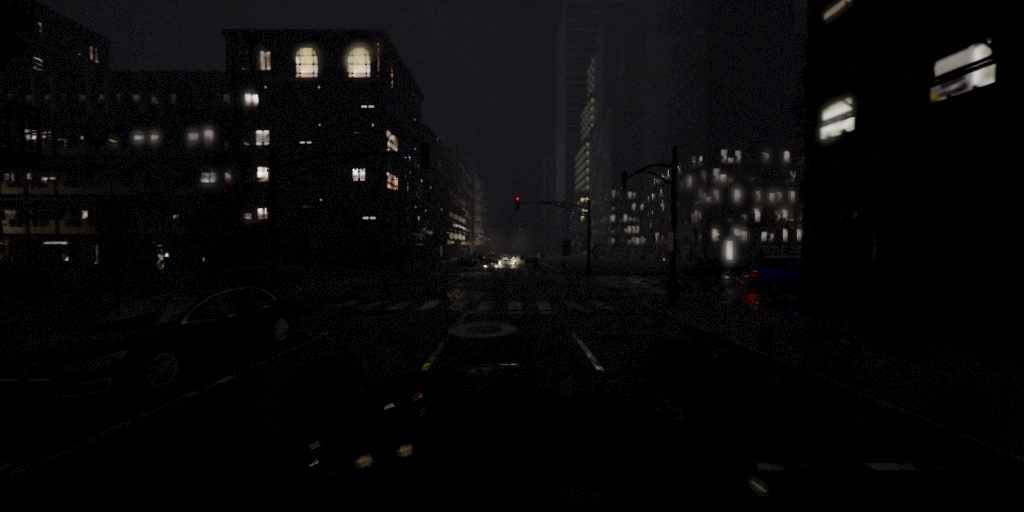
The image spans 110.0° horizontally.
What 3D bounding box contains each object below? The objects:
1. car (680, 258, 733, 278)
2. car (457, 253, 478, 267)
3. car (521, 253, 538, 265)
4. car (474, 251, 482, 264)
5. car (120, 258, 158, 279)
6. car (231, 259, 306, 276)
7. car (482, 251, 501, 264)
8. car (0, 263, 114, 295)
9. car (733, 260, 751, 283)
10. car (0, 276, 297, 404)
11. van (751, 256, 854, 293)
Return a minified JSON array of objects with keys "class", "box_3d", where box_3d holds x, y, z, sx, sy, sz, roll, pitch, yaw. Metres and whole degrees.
[{"class":"car","box_3d":[14.684,0.834,26.393,4.313,1.339,1.948,0,0,0]},{"class":"car","box_3d":[-5.677,0.632,44.429,1.888,1.381,4.507,0,0,0]},{"class":"car","box_3d":[2.673,0.544,50.132,1.888,1.381,4.507,0,0,0]},{"class":"car","box_3d":[-5.675,0.440,50.077,1.967,1.591,4.097,0,0,0]},{"class":"car","box_3d":[-28.772,0.813,26.338,4.097,1.591,1.967,0,0,0]},{"class":"car","box_3d":[-17.874,0.868,26.352,4.829,1.417,1.751,0,0,0]},{"class":"car","box_3d":[-3.034,0.427,53.394,1.882,1.535,5.008,0,1,1]},{"class":"car","box_3d":[-23.229,1.052,17.969,4.097,1.591,1.967,0,0,0]},{"class":"car","box_3d":[15.814,0.967,20.682,4.674,1.442,1.812,0,2,0]},{"class":"car","box_3d":[-5.690,1.228,6.367,2.007,1.370,4.403,0,0,0]},{"class":"van","box_3d":[14.695,0.863,18.015,3.998,1.789,1.690,0,0,0]}]
